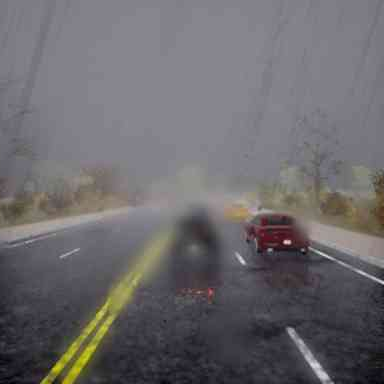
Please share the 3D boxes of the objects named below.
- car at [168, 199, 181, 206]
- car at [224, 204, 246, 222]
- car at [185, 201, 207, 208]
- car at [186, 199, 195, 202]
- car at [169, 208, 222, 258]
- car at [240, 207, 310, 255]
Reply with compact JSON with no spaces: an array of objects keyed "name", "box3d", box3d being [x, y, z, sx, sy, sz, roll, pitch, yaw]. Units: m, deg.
[{"name":"car","box3d":[-3.445,2.139,66.032,1.994,1.385,4.181,0,0,6]},{"name":"car","box3d":[3.881,1.756,29.026,1.882,1.535,5.008,0,0,3]},{"name":"car","box3d":[0.595,1.783,28.430,1.837,1.490,4.892,0,0,3]},{"name":"car","box3d":[-0.217,2.073,65.663,2.128,1.511,4.902,0,0,6]},{"name":"car","box3d":[0.147,1.645,13.446,1.837,1.490,4.892,0,0,2]},{"name":"car","box3d":[3.421,1.621,14.135,1.882,1.535,5.008,0,0,2]}]
